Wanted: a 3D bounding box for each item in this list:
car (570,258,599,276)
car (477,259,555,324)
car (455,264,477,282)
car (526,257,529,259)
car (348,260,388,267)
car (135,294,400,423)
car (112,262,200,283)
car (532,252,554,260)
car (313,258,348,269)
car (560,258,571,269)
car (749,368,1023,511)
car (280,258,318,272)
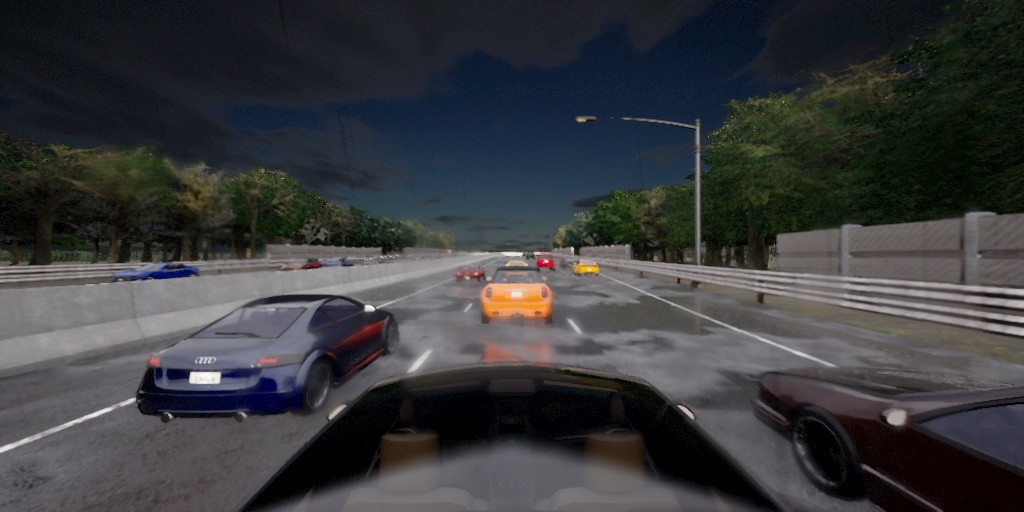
[{"bbox_3d":[7.262,1.106,35.479,1.882,1.535,5.008,0,1,3],"label":"car"},{"bbox_3d":[0.164,1.101,12.174,2.097,1.767,4.553,0,0,0],"label":"car"},{"bbox_3d":[-3.128,1.291,27.941,1.895,1.301,4.718,0,0,1],"label":"car"},{"bbox_3d":[0.422,1.144,31.122,1.882,1.535,5.008,0,0,1],"label":"car"},{"bbox_3d":[-13.709,1.126,35.346,2.128,1.511,4.902,0,1,1],"label":"car"},{"bbox_3d":[-3.379,1.314,5.961,1.994,1.385,4.181,0,0,0],"label":"car"},{"bbox_3d":[-23.668,1.194,24.095,1.882,1.535,5.008,0,0,-2],"label":"car"},{"bbox_3d":[4.026,0.760,44.123,2.150,2.045,5.566,0,1,1],"label":"car"},{"bbox_3d":[-17.207,1.199,35.396,1.994,1.385,4.181,0,1,1],"label":"car"},{"bbox_3d":[7.620,1.002,48.470,1.812,1.442,4.674,0,1,1],"label":"car"},{"bbox_3d":[3.503,1.296,1.395,2.033,1.411,5.357,0,0,0],"label":"car"},{"bbox_3d":[-20.706,0.987,35.499,2.097,1.767,4.553,0,1,1],"label":"car"}]
